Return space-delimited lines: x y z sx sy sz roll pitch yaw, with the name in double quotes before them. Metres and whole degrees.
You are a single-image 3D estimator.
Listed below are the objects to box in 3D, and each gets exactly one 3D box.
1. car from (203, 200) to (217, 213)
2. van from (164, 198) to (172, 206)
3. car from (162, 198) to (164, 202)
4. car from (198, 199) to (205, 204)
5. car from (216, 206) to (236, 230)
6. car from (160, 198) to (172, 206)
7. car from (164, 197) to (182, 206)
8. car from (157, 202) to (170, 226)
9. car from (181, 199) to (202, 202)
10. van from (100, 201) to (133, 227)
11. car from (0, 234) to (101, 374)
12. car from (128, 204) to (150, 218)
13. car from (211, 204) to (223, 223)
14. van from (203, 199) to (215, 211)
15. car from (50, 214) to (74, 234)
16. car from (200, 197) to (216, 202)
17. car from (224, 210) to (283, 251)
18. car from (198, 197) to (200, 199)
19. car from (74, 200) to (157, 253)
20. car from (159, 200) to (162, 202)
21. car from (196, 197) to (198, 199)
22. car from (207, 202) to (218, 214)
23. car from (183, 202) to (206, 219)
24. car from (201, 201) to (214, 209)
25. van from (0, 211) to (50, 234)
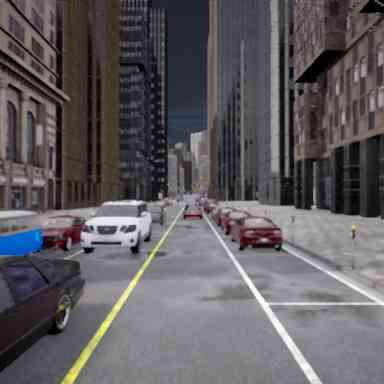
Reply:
"car" 2.708 2.078 42.570 1.887 1.381 4.507 0 -1 0
"van" -5.889 2.372 81.247 1.690 1.788 3.998 0 -1 0
"car" -5.866 2.343 64.501 1.752 1.417 4.829 0 -1 0
"car" 2.623 2.714 92.294 1.887 1.381 4.507 0 -1 0
"car" 2.746 1.798 20.470 1.887 1.381 4.507 0 -1 0
"car" -5.881 2.275 75.722 2.192 1.841 5.009 0 -1 0
"car" -3.080 1.823 54.202 1.812 1.442 4.674 0 -1 0
"car" -3.114 1.843 26.893 1.837 1.490 4.892 0 -1 0
"car" -0.053 2.067 45.695 2.128 1.511 4.902 0 -1 0
"van" -5.815 1.669 26.001 1.690 1.788 3.998 0 -1 0
"car" -3.066 1.602 4.216 2.033 1.411 5.357 0 -1 3
"car" -5.829 2.050 37.048 1.802 1.307 4.206 0 -1 0
"car" 2.737 1.868 25.995 1.887 1.381 4.507 0 -1 0
"van" 2.688 2.015 53.622 1.690 1.788 3.998 0 -1 0
"car" -5.799 1.734 14.950 1.887 1.381 4.507 0 -1 0
"car" 2.698 1.918 48.097 2.192 1.841 5.009 0 -1 0
"car" 2.756 1.728 14.945 1.887 1.381 4.507 0 -1 0
"car" 2.660 2.324 70.196 1.967 1.590 4.097 0 -1 0
"car" -3.108 1.408 14.882 2.150 2.045 5.566 0 -1 0
"car" -5.844 2.159 48.097 2.008 1.369 4.403 0 -1 0
"car" 2.641 2.341 81.247 2.192 1.841 5.009 0 -1 0
"car" 2.727 1.921 31.690 1.752 1.417 4.829 0 -1 0
"car" 0.063 1.992 34.127 1.994 1.385 4.181 0 -1 -1
"car" 2.680 2.295 59.145 2.008 1.369 4.403 0 -1 0
"van" -5.793 1.461 9.428 1.690 1.788 3.998 0 -1 0
